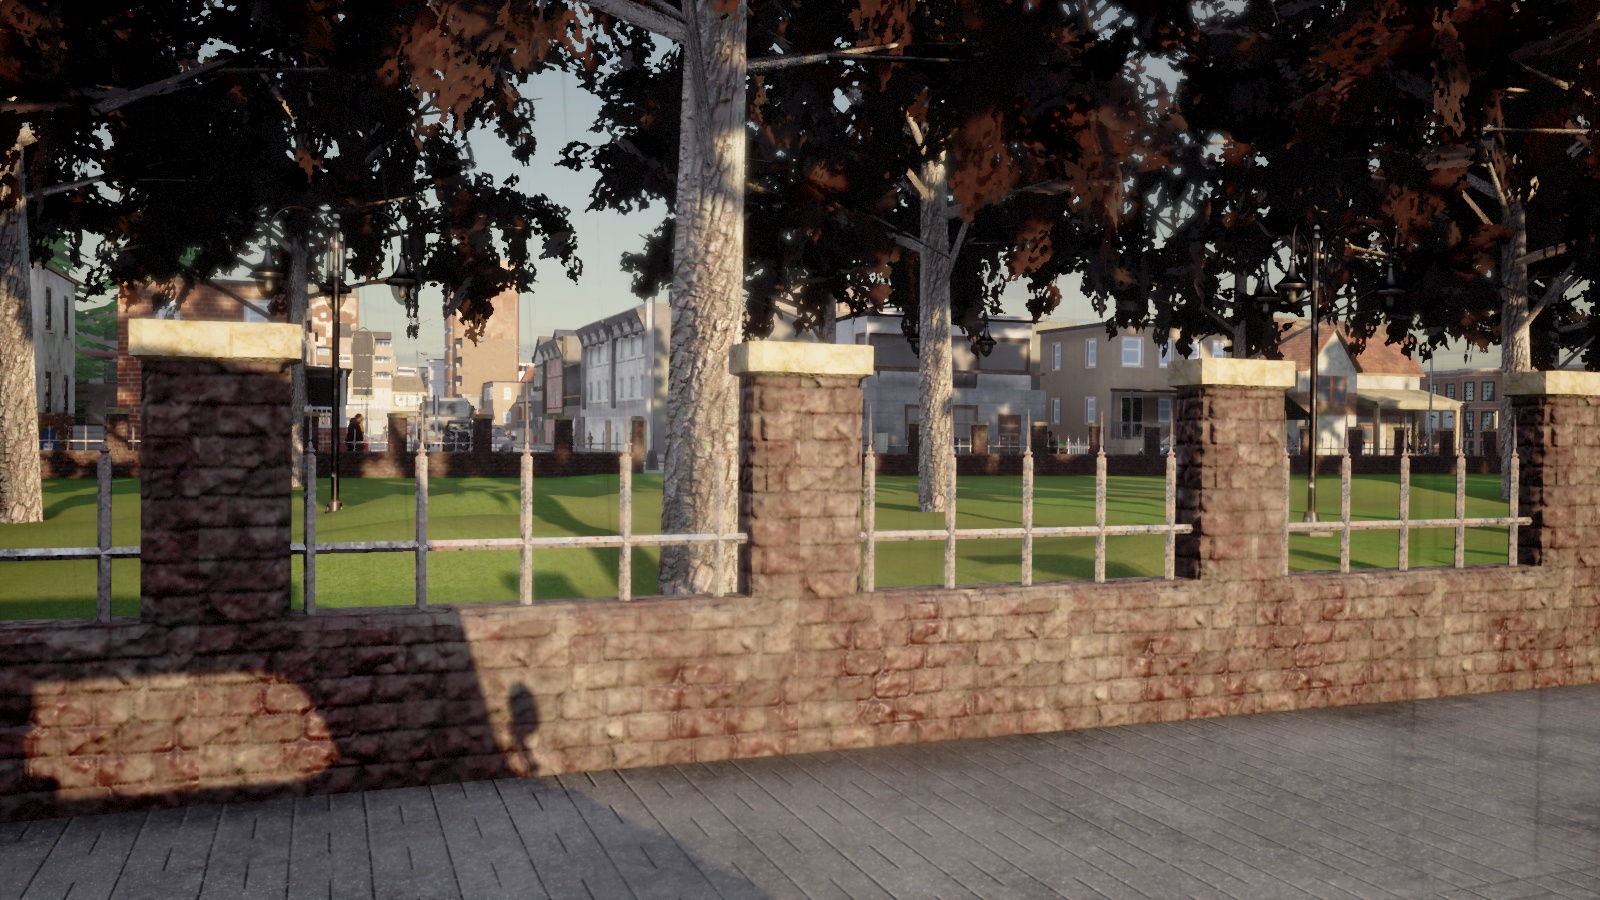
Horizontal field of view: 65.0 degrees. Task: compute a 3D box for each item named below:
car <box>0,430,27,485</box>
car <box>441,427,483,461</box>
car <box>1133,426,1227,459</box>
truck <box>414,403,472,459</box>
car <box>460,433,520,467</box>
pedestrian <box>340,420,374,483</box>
[{"bbox_3d":[-26.395,0.246,37.824,5.027,1.651,2.152,-1,1,-24],"label":"car"},{"bbox_3d":[-19.044,-0.350,70.655,1.905,1.878,3.866,-1,1,-21],"label":"car"},{"bbox_3d":[17.850,-0.389,59.012,3.806,1.475,1.970,-1,1,-21],"label":"car"},{"bbox_3d":[-23.409,-1.267,82.127,2.891,3.462,7.936,-1,1,-21],"label":"truck"},{"bbox_3d":[-14.620,-0.048,59.003,2.128,1.511,4.902,-1,1,-21],"label":"car"},{"bbox_3d":[-13.145,0.044,37.232,0.899,1.844,0.634,-1,1,-21],"label":"pedestrian"}]
